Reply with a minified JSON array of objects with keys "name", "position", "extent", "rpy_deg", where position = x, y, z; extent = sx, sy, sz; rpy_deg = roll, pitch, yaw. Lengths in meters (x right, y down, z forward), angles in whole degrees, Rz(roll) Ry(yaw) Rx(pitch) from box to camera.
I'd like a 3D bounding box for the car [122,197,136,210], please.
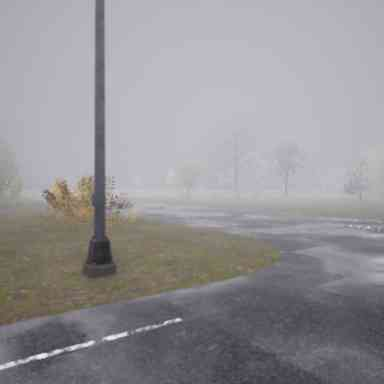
[{"name":"car","position":[-7.868,1.194,37.736],"extent":[1.812,1.442,4.674],"rpy_deg":[-1,1,-35]}]
